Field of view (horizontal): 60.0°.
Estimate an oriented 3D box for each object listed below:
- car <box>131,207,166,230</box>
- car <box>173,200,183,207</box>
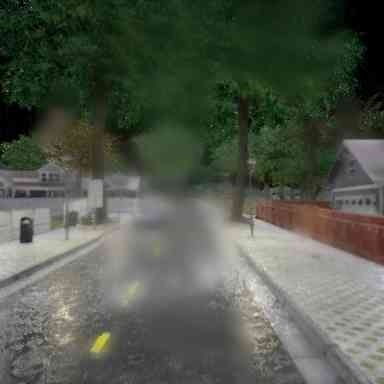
[{"bbox_3d":[-2.792,1.741,22.736,2.033,1.411,5.357,0,0,0],"label":"car"},{"bbox_3d":[-2.735,2.223,66.803,1.895,1.301,4.718,0,-1,0],"label":"car"}]
